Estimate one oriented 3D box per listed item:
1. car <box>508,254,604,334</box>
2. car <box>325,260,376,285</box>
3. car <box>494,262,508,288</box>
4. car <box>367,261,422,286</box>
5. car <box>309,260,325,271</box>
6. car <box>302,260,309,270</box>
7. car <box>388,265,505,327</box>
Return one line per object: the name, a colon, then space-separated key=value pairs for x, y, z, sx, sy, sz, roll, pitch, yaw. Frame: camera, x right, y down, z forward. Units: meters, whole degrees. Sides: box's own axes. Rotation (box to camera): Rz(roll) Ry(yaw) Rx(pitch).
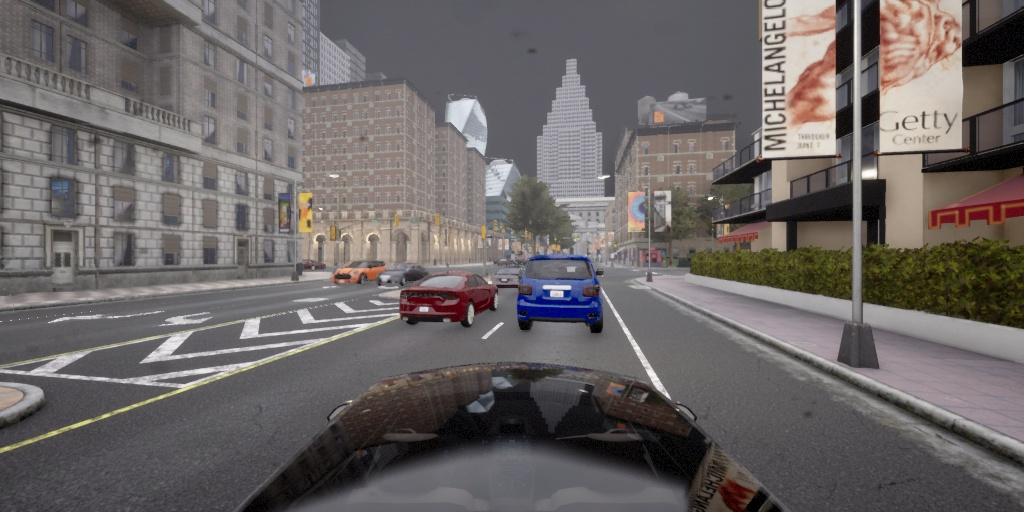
car: x=1.580 y=0.971 z=10.936 sx=2.150 sy=2.045 sz=5.566 roll=0 pitch=0 yaw=12
car: x=-10.830 y=1.101 z=25.945 sx=2.097 sy=1.767 sz=4.553 roll=0 pitch=0 yaw=11
car: x=0.075 y=1.298 z=21.203 sx=2.033 sy=1.411 sz=5.357 roll=0 pitch=0 yaw=11
car: x=-7.488 y=1.243 z=24.813 sx=2.128 sy=1.511 sz=4.902 roll=0 pitch=0 yaw=11
car: x=-28.636 y=1.227 z=50.358 sx=5.008 sy=1.535 sz=1.882 roll=0 pitch=0 yaw=11
car: x=-29.764 y=1.255 z=47.007 sx=4.892 sy=1.490 sz=1.837 roll=0 pitch=0 yaw=11
car: x=-1.794 y=1.228 z=11.709 sx=1.882 sy=1.535 sz=5.008 roll=0 pitch=0 yaw=11
